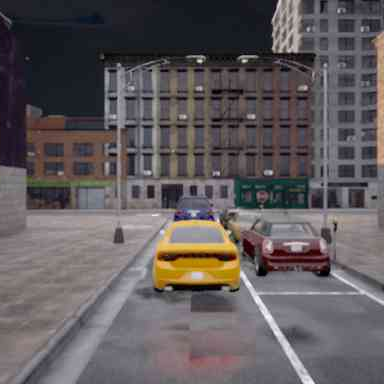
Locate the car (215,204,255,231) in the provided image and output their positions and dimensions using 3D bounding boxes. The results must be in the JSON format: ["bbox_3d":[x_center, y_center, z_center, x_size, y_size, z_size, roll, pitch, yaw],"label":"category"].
[{"bbox_3d":[2.633,1.562,21.272,2.008,1.369,4.403,0,0,0],"label":"car"}]

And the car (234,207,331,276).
[{"bbox_3d":[2.634,1.446,10.321,1.967,1.590,4.097,0,0,0],"label":"car"}]

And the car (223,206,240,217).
[{"bbox_3d":[2.633,1.534,15.966,1.752,1.417,4.829,0,0,0],"label":"car"}]

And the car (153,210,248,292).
[{"bbox_3d":[0.099,1.483,8.999,1.882,1.535,5.008,0,0,0],"label":"car"}]

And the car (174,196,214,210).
[{"bbox_3d":[0.114,1.232,19.461,2.150,2.045,5.566,0,0,1],"label":"car"}]
